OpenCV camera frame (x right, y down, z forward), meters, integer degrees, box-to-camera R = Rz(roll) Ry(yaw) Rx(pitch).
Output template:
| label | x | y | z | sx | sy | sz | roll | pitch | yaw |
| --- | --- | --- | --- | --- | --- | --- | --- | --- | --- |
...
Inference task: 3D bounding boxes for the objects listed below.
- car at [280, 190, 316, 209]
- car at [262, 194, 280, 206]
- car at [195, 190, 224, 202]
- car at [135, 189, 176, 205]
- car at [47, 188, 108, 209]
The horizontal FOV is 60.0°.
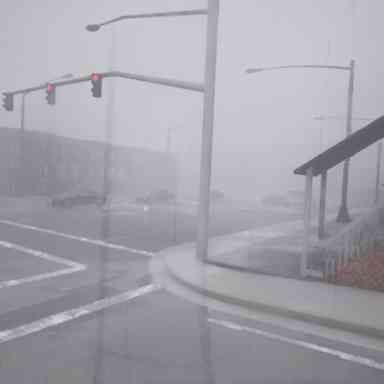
| label | x | y | z | sx | sy | sz | roll | pitch | yaw |
| --- | --- | --- | --- | --- | --- | --- | --- | --- | --- |
| car | 12.373 | 0.801 | 37.829 | 2.150 | 2.045 | 5.566 | 4 | 2 | 36 |
| car | 10.168 | 0.943 | 40.779 | 1.994 | 1.385 | 4.181 | 4 | 2 | 36 |
| car | 2.282 | 0.475 | 42.088 | 1.837 | 1.490 | 4.892 | 4 | 2 | 36 |
| car | -3.655 | 0.471 | 33.872 | 1.837 | 1.490 | 4.892 | 4 | 2 | 36 |
| car | -8.996 | 0.456 | 26.457 | 2.128 | 1.511 | 4.902 | 4 | 2 | 36 |
